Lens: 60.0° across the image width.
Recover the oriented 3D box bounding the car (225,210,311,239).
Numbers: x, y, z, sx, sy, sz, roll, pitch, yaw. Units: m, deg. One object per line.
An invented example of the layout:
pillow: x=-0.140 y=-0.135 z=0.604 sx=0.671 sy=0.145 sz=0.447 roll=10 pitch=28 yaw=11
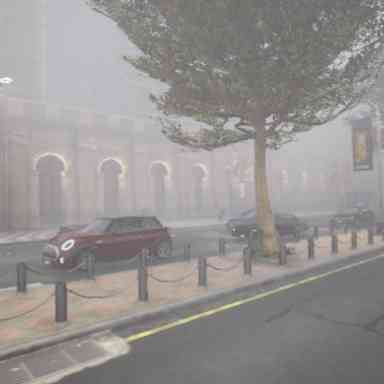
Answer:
car: x=4.569 y=1.860 z=18.666 sx=5.357 sy=1.411 sz=2.033 roll=0 pitch=-2 yaw=-41

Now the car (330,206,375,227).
car: x=12.367 y=1.837 z=25.389 sx=4.674 sy=1.442 sz=1.812 roll=0 pitch=-2 yaw=-41

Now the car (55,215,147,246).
car: x=-5.090 y=2.088 z=19.082 sx=4.718 sy=1.301 sz=1.895 roll=0 pitch=-2 yaw=-41

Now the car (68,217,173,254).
car: x=-3.385 y=2.009 z=16.392 sx=4.718 sy=1.301 sz=1.895 roll=0 pitch=-2 yaw=-41

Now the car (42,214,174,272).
car: x=-2.942 y=1.664 z=12.148 sx=4.553 sy=1.767 sz=2.097 roll=0 pitch=-1 yaw=-41
